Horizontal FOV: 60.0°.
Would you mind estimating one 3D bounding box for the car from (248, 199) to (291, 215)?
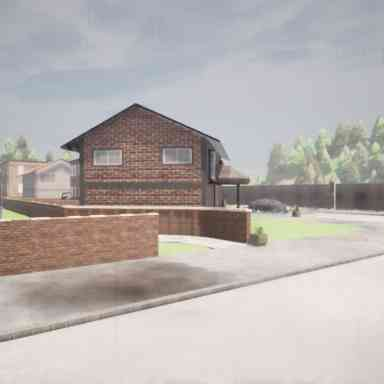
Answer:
[{"bbox_3d":[7.996,1.482,34.397,2.128,1.511,4.902,0,0,-35],"label":"car"}]

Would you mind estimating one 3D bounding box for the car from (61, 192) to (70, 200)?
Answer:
[{"bbox_3d":[-14.087,0.971,38.786,1.905,1.878,3.866,0,0,-35],"label":"car"}]

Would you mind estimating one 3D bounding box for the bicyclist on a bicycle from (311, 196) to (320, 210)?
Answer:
[{"bbox_3d":[14.680,1.341,39.488,1.656,1.620,0.582,0,0,-35],"label":"bicyclist on a bicycle"}]
